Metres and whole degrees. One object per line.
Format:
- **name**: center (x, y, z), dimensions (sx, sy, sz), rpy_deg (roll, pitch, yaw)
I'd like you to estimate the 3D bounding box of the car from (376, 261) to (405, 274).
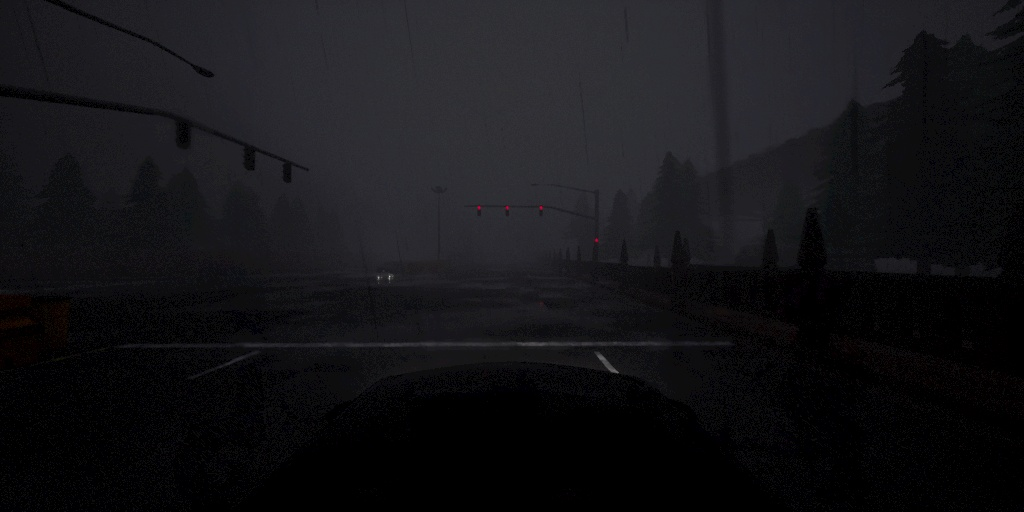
- **car**: center (-13.992, 1.304, 41.776), dimensions (2.033, 1.411, 5.357), rpy_deg (0, 0, 0)
